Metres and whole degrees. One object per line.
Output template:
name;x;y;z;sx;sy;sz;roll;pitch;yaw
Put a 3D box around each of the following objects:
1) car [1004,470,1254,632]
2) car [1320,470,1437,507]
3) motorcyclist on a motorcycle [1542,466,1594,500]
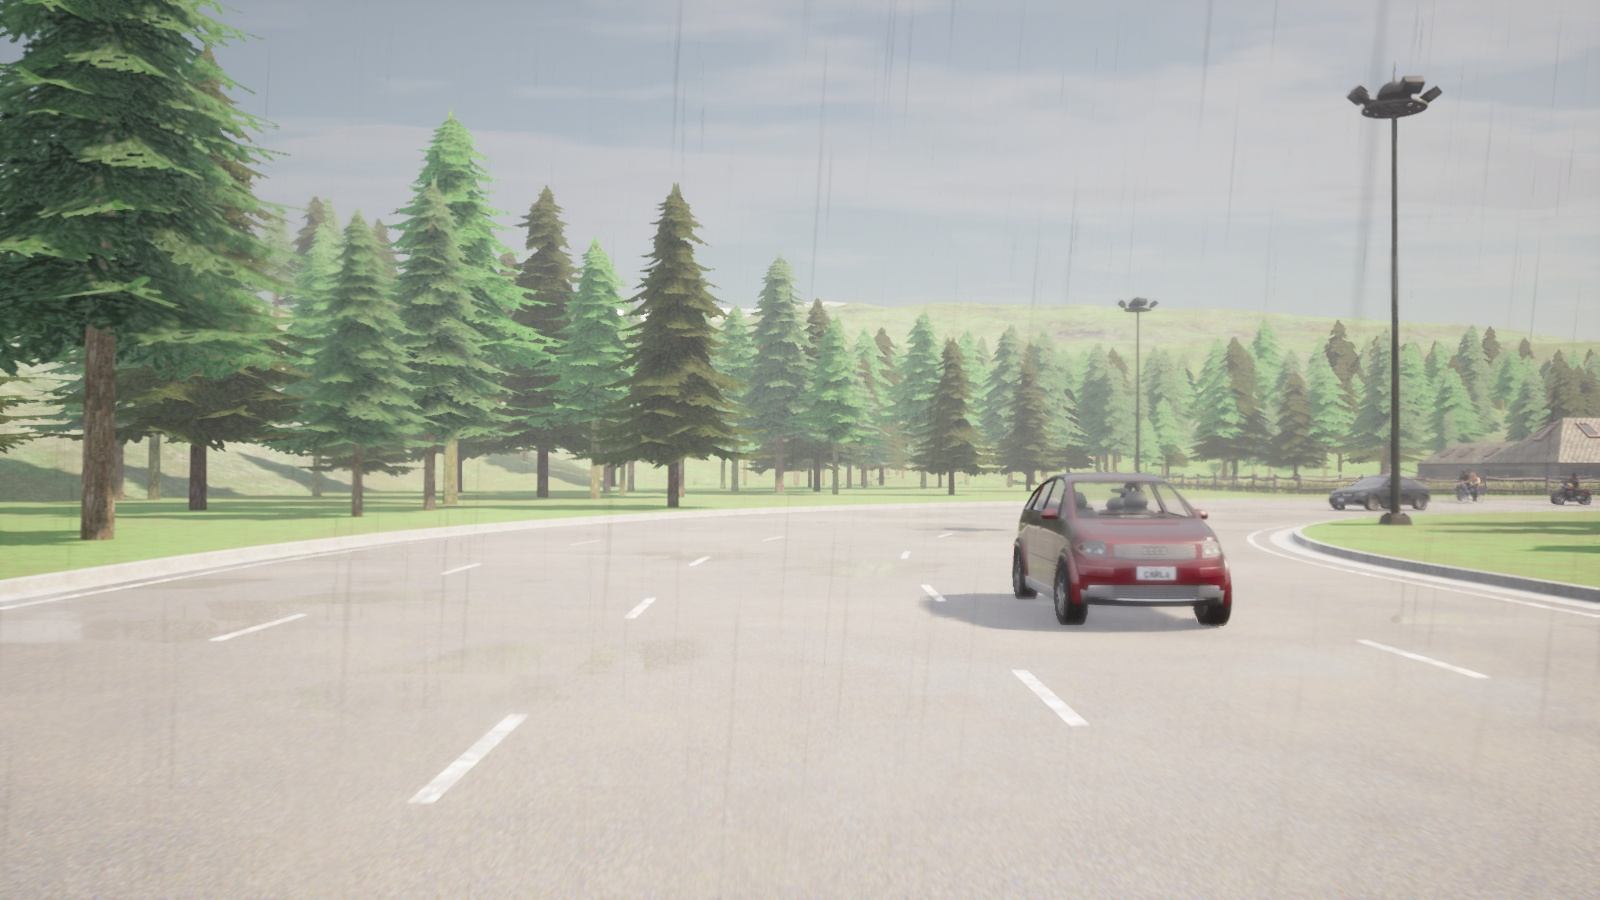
car;3.462;1.002;13.936;1.789;1.549;3.705;0;-1;0
car;23.822;1.573;51.687;4.674;1.442;1.812;0;-1;-26
motorcyclist on a motorcycle;37.232;1.591;60.855;2.350;1.649;0.766;0;-1;-17
